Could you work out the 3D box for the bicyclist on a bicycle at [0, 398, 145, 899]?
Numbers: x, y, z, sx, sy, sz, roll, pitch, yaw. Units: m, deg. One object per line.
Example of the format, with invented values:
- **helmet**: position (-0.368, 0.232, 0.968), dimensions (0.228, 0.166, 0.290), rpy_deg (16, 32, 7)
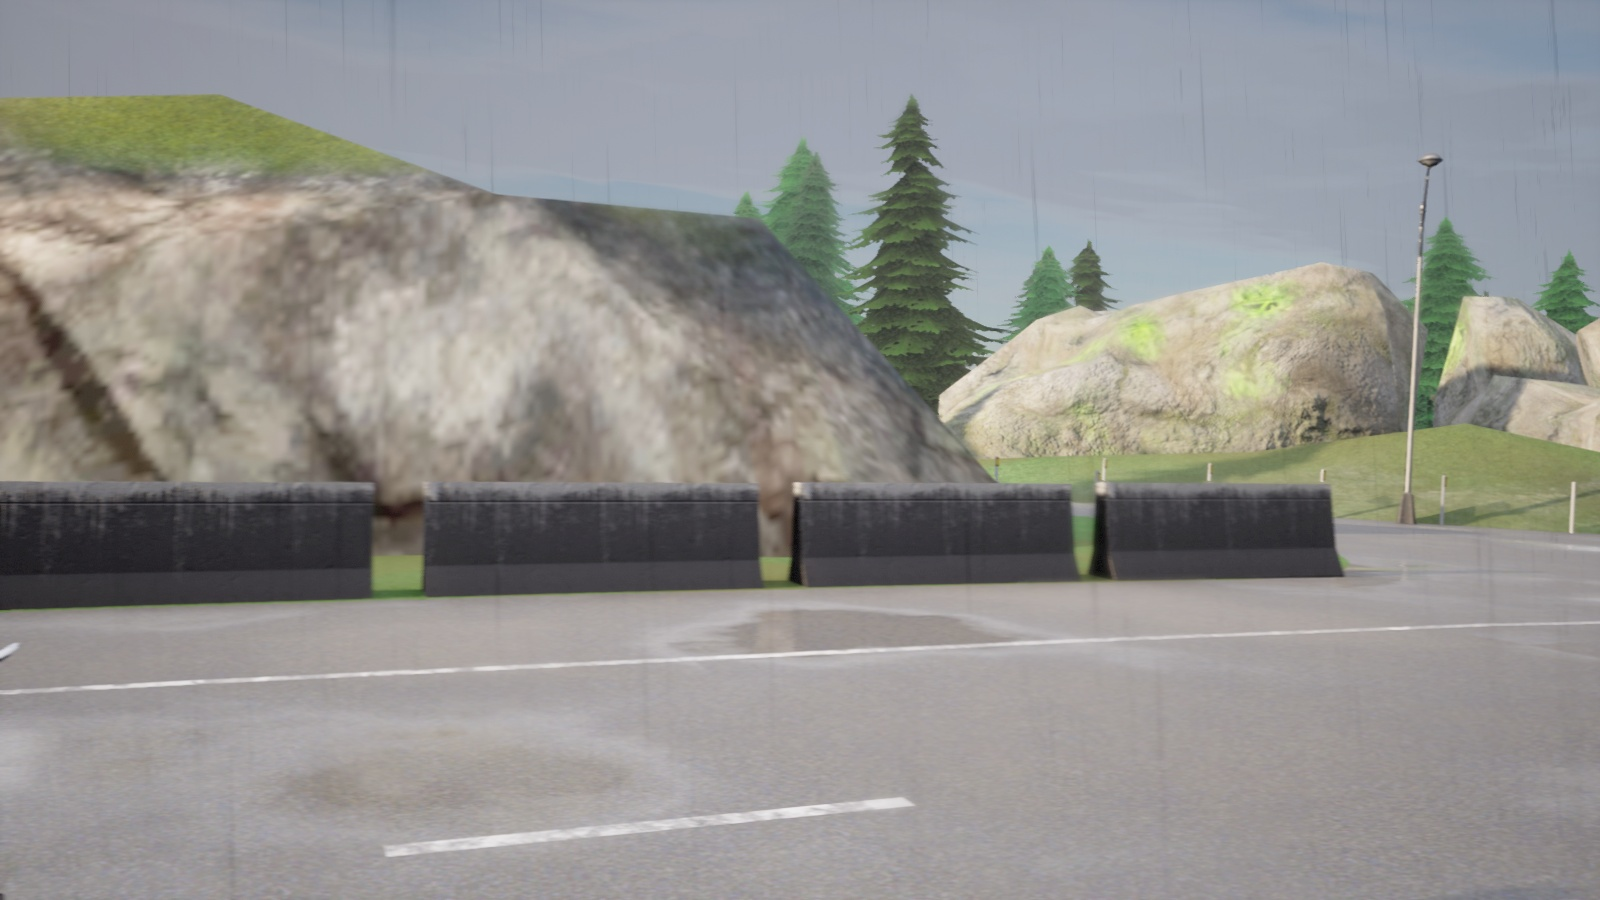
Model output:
- **bicyclist on a bicycle**: position (-2.168, 0.717, 2.411), dimensions (1.509, 1.612, 0.866), rpy_deg (-1, 1, -21)
